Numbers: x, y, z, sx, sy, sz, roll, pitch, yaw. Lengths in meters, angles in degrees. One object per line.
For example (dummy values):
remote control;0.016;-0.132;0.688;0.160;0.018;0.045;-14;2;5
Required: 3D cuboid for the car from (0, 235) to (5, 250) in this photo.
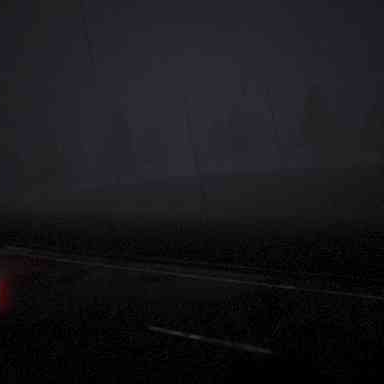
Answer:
car;-9.134;1.756;12.334;4.718;1.301;1.895;-1;-1;32
